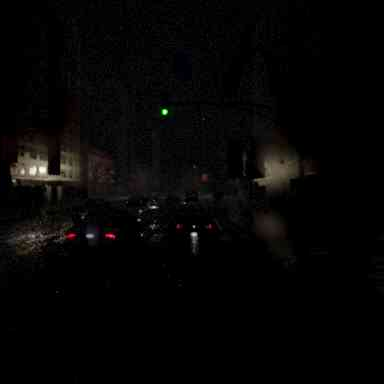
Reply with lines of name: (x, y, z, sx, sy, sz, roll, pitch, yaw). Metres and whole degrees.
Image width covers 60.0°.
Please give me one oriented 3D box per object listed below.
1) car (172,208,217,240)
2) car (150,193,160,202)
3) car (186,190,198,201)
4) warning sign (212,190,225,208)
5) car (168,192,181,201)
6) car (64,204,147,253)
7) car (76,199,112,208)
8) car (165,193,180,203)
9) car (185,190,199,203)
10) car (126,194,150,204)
car: (0.092, 1.427, 15.947, 1.895, 1.301, 4.718, 0, 1, 0)
car: (-6.534, 0.907, 56.943, 2.128, 1.511, 4.902, 0, 0, 0)
car: (-0.031, 0.570, 63.142, 2.150, 2.045, 5.566, 0, 1, 0)
warning sign: (2.836, 0.741, 35.644, 1.300, 1.860, 1.060, 0, 1, 0)
car: (-3.282, 0.845, 63.113, 2.128, 1.511, 4.902, 0, 1, 0)
car: (-3.161, 1.400, 12.860, 2.033, 1.411, 5.357, 0, 0, 0)
car: (-6.609, 1.248, 22.638, 2.128, 1.511, 4.902, 0, 1, 0)
car: (-3.277, 1.015, 53.110, 1.994, 1.385, 4.181, 0, 1, 0)
car: (-0.026, 0.804, 53.080, 2.097, 1.767, 4.553, 0, 1, 0)
car: (-6.608, 1.058, 40.050, 1.882, 1.535, 5.008, 0, 0, 0)
